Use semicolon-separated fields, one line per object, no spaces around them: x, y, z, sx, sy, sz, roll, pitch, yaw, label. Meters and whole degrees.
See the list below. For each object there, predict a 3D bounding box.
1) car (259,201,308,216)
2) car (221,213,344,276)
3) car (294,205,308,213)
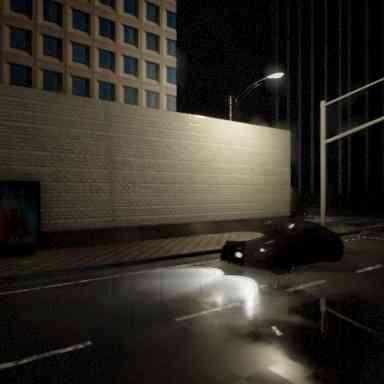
9.378;1.654;34.336;1.895;1.301;4.718;0;0;-36;car
2.912;1.563;10.451;4.181;1.385;1.994;0;0;-36;car
8.176;1.580;30.012;1.812;1.442;4.674;0;0;-36;car
